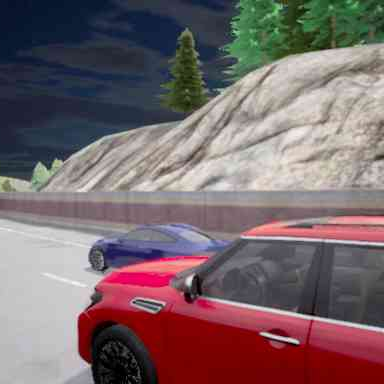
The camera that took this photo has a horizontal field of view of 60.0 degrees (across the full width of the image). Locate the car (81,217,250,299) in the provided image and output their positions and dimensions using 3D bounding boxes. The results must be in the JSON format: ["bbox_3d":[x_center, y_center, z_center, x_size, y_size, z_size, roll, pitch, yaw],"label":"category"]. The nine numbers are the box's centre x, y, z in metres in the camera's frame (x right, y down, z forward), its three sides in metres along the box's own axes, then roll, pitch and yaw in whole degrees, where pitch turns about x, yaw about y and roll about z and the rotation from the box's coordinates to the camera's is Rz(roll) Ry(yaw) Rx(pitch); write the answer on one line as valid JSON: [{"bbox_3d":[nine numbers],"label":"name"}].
[{"bbox_3d":[-0.926,1.576,9.247,4.674,1.442,1.812,0,0,38],"label":"car"}]

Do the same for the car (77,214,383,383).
[{"bbox_3d":[1.308,1.237,3.122,5.566,2.045,2.150,0,0,36],"label":"car"}]
